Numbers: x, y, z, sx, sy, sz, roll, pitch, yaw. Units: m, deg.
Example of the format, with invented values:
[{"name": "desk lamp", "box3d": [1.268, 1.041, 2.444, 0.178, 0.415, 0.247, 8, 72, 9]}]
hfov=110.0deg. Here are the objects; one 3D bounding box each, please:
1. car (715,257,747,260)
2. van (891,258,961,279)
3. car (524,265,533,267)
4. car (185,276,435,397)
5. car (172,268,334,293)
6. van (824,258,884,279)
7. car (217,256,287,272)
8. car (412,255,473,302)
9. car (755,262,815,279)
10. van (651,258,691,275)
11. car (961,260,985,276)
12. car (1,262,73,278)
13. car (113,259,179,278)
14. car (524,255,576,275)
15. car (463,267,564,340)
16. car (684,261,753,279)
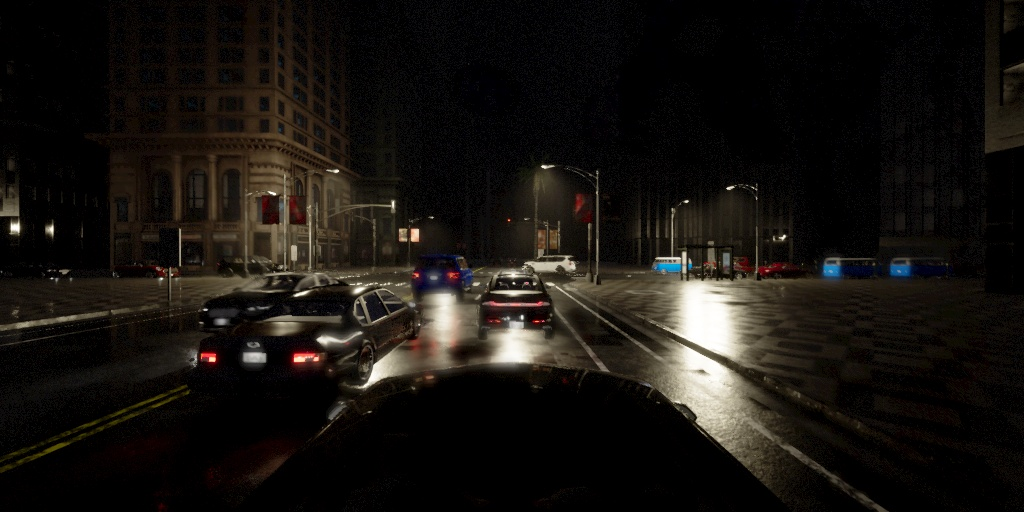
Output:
[{"name": "car", "box3d": [22.741, 1.034, 38.358, 5.009, 1.841, 2.192, 0, 0, 0]}, {"name": "van", "box3d": [34.101, 1.079, 29.838, 3.998, 1.789, 1.690, 0, 0, 0]}, {"name": "car", "box3d": [0.083, 1.351, 19.096, 1.895, 1.301, 4.718, 0, 0, 0]}, {"name": "car", "box3d": [-3.148, 1.297, 6.912, 2.033, 1.411, 5.357, 0, 0, 0]}, {"name": "car", "box3d": [-6.606, 1.242, 10.599, 2.128, 1.511, 4.902, 0, 0, 0]}, {"name": "van", "box3d": [28.424, 1.081, 29.836, 3.998, 1.789, 1.690, 0, 0, 0]}, {"name": "car", "box3d": [-23.445, 0.996, 32.528, 5.566, 2.045, 2.150, 0, 0, 0]}, {"name": "car", "box3d": [-3.152, 0.972, 17.153, 2.150, 2.045, 5.566, 0, 0, 0]}, {"name": "car", "box3d": [22.747, 1.326, 29.833, 4.207, 1.307, 1.802, 0, 0, 0]}, {"name": "van", "box3d": [17.064, 1.064, 38.356, 3.998, 1.789, 1.690, 0, 0, 0]}, {"name": "car", "box3d": [43.858, 1.198, 35.646, 5.008, 1.535, 1.882, 0, 0, 1]}, {"name": "car", "box3d": [-43.147, 1.289, 32.635, 4.902, 1.511, 2.128, 0, 0, 0]}, {"name": "car", "box3d": [-33.164, 1.138, 32.582, 4.553, 1.767, 2.097, 0, 0, 0]}, {"name": "car", "box3d": [3.875, 0.965, 37.386, 5.566, 2.045, 2.150, 0, 1, 24]}, {"name": "car", "box3d": [0.093, 1.240, 9.981, 2.128, 1.511, 4.902, 0, 0, 0]}, {"name": "car", "box3d": [17.069, 1.298, 29.831, 4.403, 1.370, 2.007, 0, 0, 0]}]
